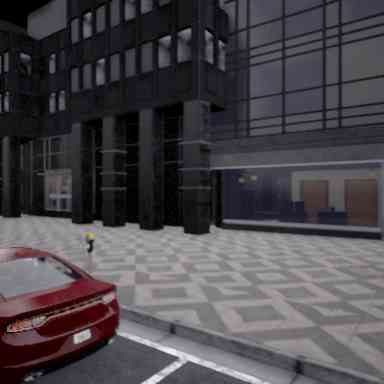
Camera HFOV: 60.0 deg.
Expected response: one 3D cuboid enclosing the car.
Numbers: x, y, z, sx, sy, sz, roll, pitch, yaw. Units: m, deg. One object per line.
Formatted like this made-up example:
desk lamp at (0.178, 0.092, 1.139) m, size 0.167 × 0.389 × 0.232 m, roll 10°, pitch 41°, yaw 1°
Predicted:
car at (-3.093, 1.544, 5.167) m, size 4.507 × 1.381 × 1.887 m, roll 0°, pitch 0°, yaw 35°
